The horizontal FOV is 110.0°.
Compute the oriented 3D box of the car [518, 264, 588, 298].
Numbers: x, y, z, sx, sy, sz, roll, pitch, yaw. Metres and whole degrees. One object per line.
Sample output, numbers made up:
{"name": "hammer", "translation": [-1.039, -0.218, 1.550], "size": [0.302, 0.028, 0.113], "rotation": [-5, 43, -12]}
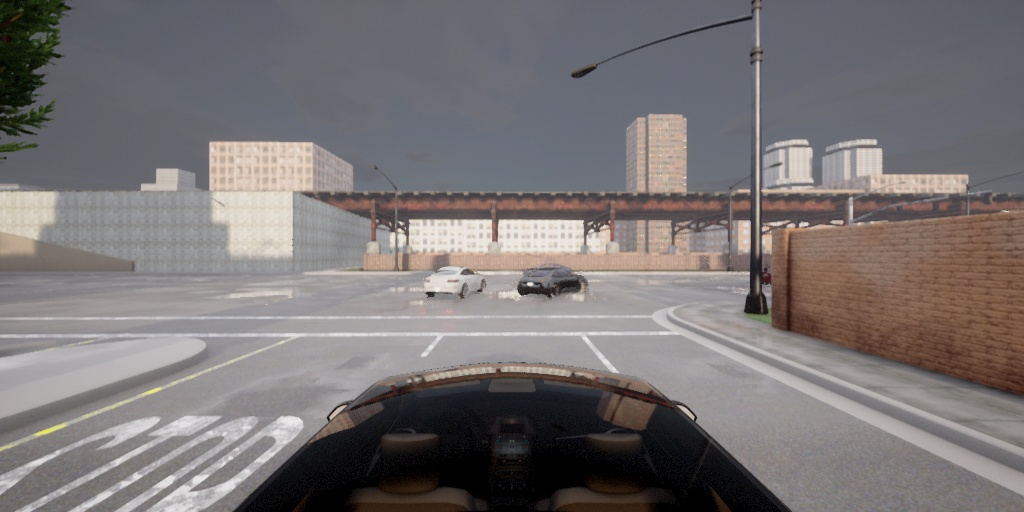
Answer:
{"name": "car", "translation": [2.177, 1.288, 18.335], "size": [1.994, 1.385, 4.181], "rotation": [-1, 0, 40]}

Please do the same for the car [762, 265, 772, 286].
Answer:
{"name": "car", "translation": [17.659, 1.243, 22.616], "size": [4.674, 1.442, 1.812], "rotation": [0, 0, 1]}

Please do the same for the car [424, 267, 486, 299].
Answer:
{"name": "car", "translation": [-2.770, 1.250, 18.016], "size": [1.812, 1.442, 4.674], "rotation": [0, 0, 12]}
